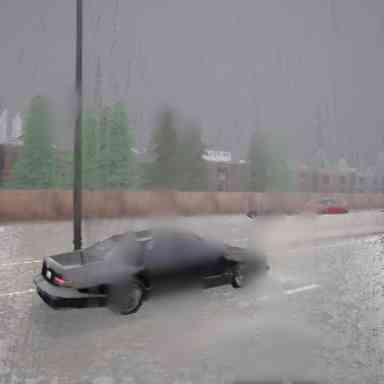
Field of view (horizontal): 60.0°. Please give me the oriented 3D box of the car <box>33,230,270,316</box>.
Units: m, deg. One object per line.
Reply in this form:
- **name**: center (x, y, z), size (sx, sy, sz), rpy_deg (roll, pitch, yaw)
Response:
- **car**: center (-0.616, 1.595, 7.629), size (5.357, 1.411, 2.033), rpy_deg (1, 0, -36)

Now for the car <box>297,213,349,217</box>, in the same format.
- **car**: center (11.665, 1.496, 29.550), size (5.566, 2.045, 2.150), rpy_deg (1, 0, -35)

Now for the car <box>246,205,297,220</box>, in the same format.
- **car**: center (7.196, 1.855, 30.669), size (4.718, 1.301, 1.895), rpy_deg (1, 0, -35)
